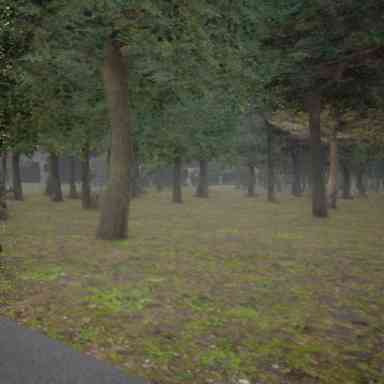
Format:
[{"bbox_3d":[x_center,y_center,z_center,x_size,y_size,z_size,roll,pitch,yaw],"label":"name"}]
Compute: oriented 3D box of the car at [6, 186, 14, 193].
[{"bbox_3d":[-41.869,-0.547,75.263,2.097,1.767,4.553,-1,1,34],"label":"car"}]
